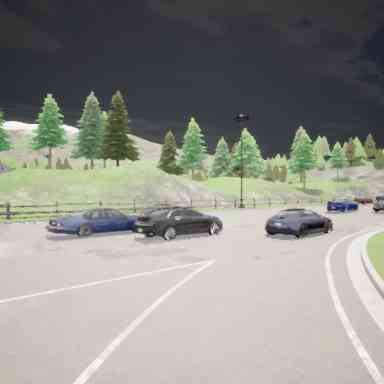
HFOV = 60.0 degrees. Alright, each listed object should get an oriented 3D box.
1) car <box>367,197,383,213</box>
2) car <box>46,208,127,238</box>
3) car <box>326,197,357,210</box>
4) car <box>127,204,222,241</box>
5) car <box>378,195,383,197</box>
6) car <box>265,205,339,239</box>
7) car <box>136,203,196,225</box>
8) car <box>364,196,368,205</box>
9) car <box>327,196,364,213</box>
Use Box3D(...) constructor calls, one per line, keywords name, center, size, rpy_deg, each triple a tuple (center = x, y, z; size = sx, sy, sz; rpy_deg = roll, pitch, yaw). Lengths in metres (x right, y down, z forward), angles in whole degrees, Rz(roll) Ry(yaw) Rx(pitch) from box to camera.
Box3D(name="car", center=(21.677, 1.543, 36.531), size=(5.357, 1.411, 2.033), rpy_deg=(0, 0, -42))
Box3D(name="car", center=(-4.779, 1.545, 17.637), size=(5.357, 1.411, 2.033), rpy_deg=(0, 0, -42))
Box3D(name="car", center=(20.080, 1.472, 44.484), size=(5.008, 1.535, 1.882), rpy_deg=(0, 0, -42))
Box3D(name="car", center=(-0.548, 1.502, 16.720), size=(4.892, 1.490, 1.837), rpy_deg=(0, 0, -42))
Box3D(name="car", center=(37.553, 1.303, 64.881), size=(5.008, 1.535, 1.882), rpy_deg=(0, 0, -42))
Box3D(name="car", center=(5.707, 1.562, 17.607), size=(4.181, 1.385, 1.994), rpy_deg=(0, 0, -42))
Box3D(name="car", center=(-1.887, 1.561, 24.905), size=(4.181, 1.385, 1.994), rpy_deg=(0, 0, -42))
Box3D(name="car", center=(29.774, 1.471, 57.948), size=(5.008, 1.535, 1.882), rpy_deg=(0, 0, -42))
Box3D(name="car", center=(16.784, 1.473, 36.858), size=(5.008, 1.535, 1.882), rpy_deg=(0, 0, -42))
